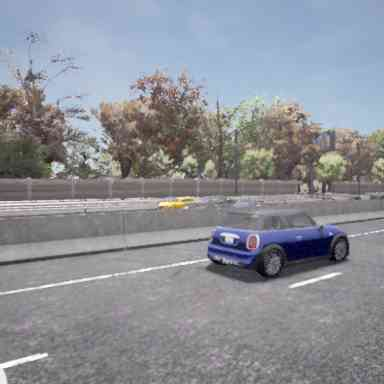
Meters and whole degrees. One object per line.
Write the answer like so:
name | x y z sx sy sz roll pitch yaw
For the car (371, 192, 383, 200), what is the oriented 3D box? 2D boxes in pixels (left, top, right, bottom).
car | 32.837 0.769 57.363 5.008 1.535 1.882 -1 1 -35

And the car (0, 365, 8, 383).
car | -3.372 1.551 1.343 4.674 1.442 1.812 -1 1 -35

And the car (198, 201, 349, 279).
car | 2.711 1.257 9.977 4.553 1.767 2.097 -1 1 -35

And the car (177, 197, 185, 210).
car | 1.479 1.264 30.830 4.902 1.511 2.128 -1 0 -35

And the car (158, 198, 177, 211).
car | -1.042 1.257 33.331 5.008 1.535 1.882 -1 0 -35

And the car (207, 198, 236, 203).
car | 4.015 1.341 24.044 5.357 1.411 2.033 -1 1 -35

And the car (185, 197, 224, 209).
car | 2.165 1.297 27.022 4.892 1.490 1.837 -1 0 -35
